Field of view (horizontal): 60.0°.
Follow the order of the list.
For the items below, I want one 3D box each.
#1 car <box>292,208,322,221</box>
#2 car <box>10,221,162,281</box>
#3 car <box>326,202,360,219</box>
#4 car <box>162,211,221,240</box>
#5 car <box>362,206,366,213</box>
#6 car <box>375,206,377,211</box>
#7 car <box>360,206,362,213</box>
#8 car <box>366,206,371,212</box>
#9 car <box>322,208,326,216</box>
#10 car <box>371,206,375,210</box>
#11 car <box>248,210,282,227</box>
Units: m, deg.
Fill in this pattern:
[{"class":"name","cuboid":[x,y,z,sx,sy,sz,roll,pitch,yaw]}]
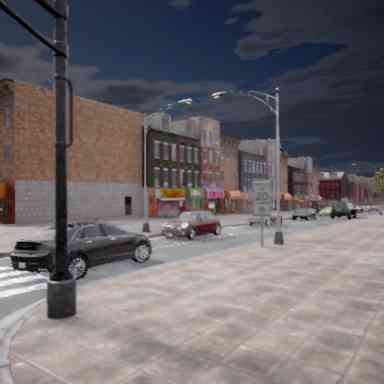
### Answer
[{"class":"car","cuboid":[12.676,2.480,37.407,1.947,1.339,4.313,-2,-3,36]},{"class":"car","cuboid":[-3.246,1.720,10.795,1.837,1.490,4.892,-3,-3,29]},{"class":"car","cuboid":[18.765,2.278,41.177,2.150,2.045,5.566,-1,-2,36]},{"class":"car","cuboid":[-0.012,1.868,19.702,1.967,1.590,4.097,-2,-2,36]},{"class":"car","cuboid":[31.703,3.367,63.961,1.802,1.307,4.206,-2,-3,36]},{"class":"car","cuboid":[44.390,4.020,81.671,1.802,1.307,4.206,-3,-3,36]},{"class":"car","cuboid":[28.531,3.069,59.546,1.967,1.590,4.097,-2,-3,36]},{"class":"car","cuboid":[34.875,3.496,68.394,2.008,1.369,4.403,-2,-3,36]},{"class":"car","cuboid":[18.919,2.707,46.125,1.752,1.417,4.829,-2,-3,36]},{"class":"car","cuboid":[38.047,3.658,72.821,2.008,1.369,4.403,-3,-3,36]},{"class":"car","cuboid":[6.332,2.213,28.552,2.008,1.369,4.403,-2,-2,36]}]
